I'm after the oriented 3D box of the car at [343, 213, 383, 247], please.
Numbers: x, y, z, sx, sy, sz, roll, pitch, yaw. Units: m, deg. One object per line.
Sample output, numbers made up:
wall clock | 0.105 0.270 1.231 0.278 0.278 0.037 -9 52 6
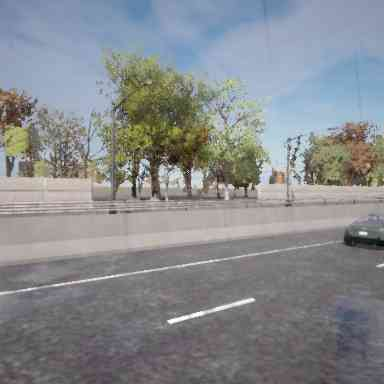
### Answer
car | 8.269 1.572 14.067 4.181 1.385 1.994 0 0 -35
